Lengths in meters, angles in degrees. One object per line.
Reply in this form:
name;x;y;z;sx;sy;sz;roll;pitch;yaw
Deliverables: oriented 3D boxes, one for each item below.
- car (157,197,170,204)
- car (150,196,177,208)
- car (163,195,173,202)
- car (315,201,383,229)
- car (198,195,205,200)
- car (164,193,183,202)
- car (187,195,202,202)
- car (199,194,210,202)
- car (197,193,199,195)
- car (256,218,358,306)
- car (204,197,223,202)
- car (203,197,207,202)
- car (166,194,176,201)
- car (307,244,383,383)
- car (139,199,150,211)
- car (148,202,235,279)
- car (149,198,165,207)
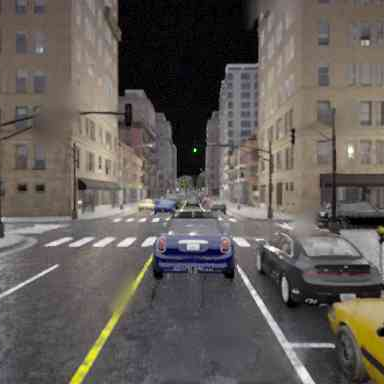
car;-5.383;1.574;63.111;2.008;1.369;4.403;0;0;0
car;-2.839;1.494;34.569;1.882;1.535;5.008;0;0;0
car;-5.382;1.466;74.474;1.967;1.590;4.097;0;0;0
car;9.474;1.300;18.991;4.553;1.767;2.097;0;0;-6
car;2.644;1.555;91.693;1.752;1.417;4.829;0;0;0
car;-2.817;1.241;44.558;2.150;2.045;5.566;0;0;1
car;0.105;1.586;53.590;1.994;1.385;4.181;0;0;0
car;2.642;1.463;57.433;1.967;1.590;4.097;0;0;0
car;2.642;1.340;68.796;2.192;1.841;5.009;0;0;0
car;2.641;1.555;7.830;2.008;1.369;4.403;0;0;0
car;2.640;1.567;34.706;2.008;1.369;4.403;0;0;0
car;2.641;1.600;40.387;1.802;1.307;4.206;0;0;0
car;-5.382;1.343;85.836;2.192;1.841;5.009;0;0;0
car;2.645;1.527;2.593;1.752;1.417;4.829;0;0;0
car;-5.385;1.543;40.216;1.752;1.417;4.829;0;0;0
car;0.122;1.357;10.216;2.097;1.767;4.553;0;0;3
car;-5.384;1.587;51.749;1.947;1.339;4.313;0;0;0
